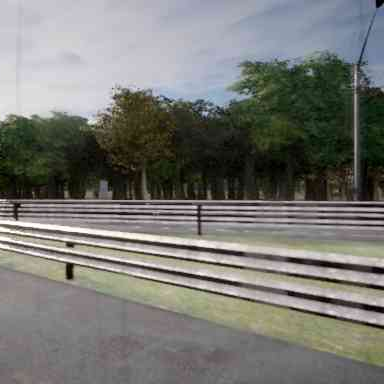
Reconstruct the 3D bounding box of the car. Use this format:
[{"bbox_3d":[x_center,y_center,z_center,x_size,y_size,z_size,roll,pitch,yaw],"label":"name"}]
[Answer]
[{"bbox_3d":[-5.029,1.349,21.237,4.718,1.301,1.895,0,0,21],"label":"car"}]
